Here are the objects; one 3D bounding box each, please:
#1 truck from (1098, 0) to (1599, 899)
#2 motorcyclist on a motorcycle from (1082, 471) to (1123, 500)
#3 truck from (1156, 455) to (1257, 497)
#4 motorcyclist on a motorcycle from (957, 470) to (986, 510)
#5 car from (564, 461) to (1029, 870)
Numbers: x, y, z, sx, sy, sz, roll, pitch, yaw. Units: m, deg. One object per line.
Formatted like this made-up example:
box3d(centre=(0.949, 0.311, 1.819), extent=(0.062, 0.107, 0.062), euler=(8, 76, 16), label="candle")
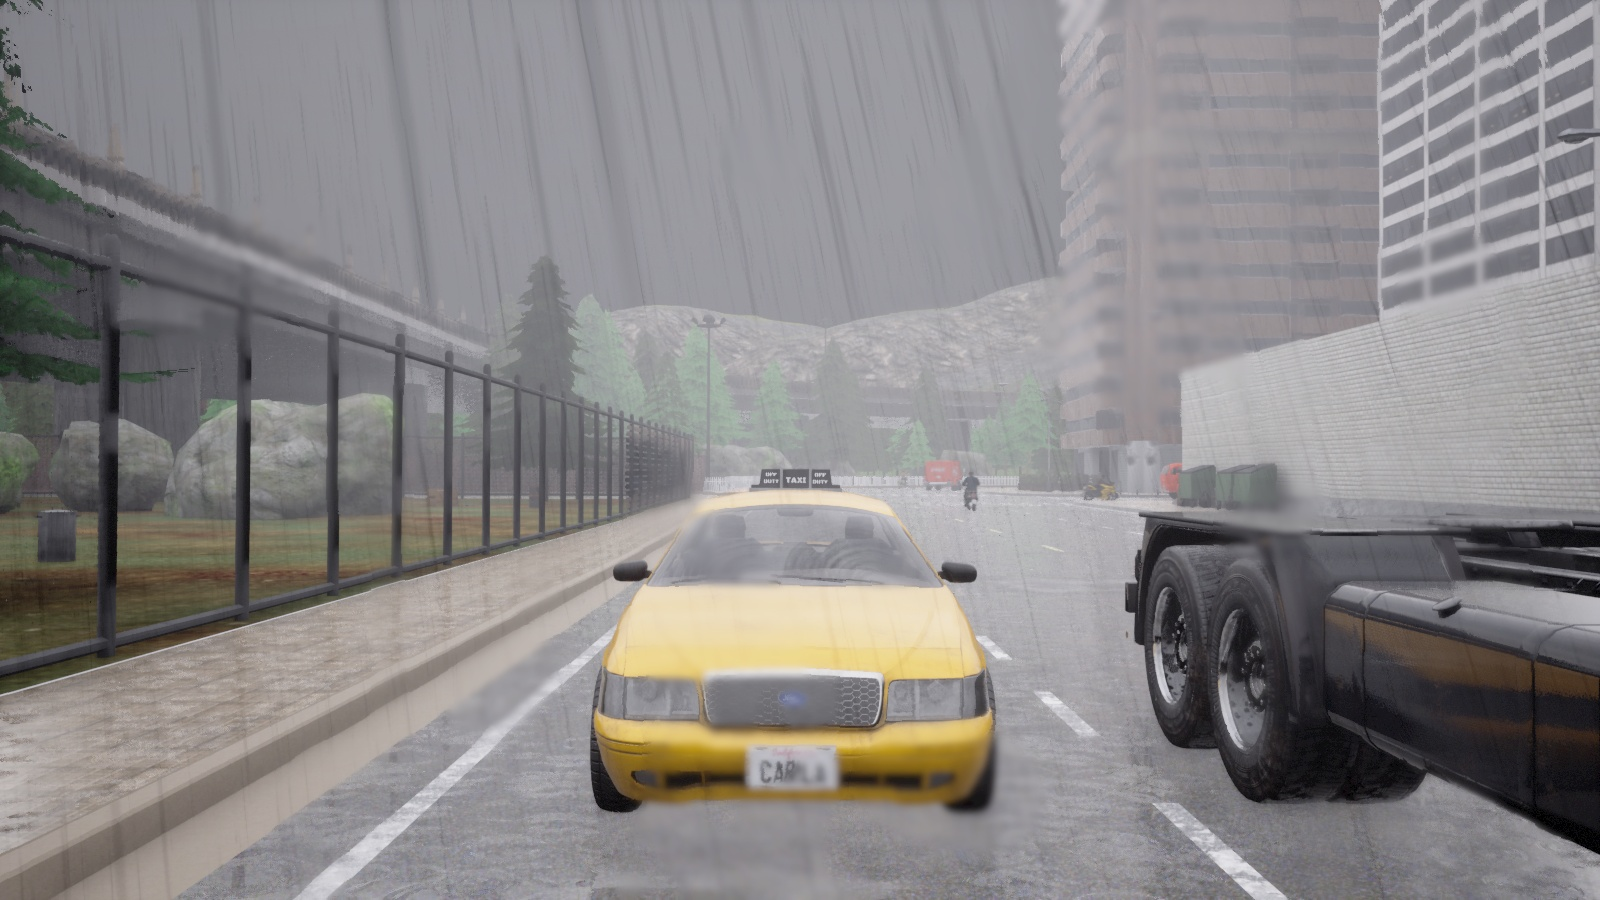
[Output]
box3d(centre=(3.483, -0.105, 4.529), extent=(2.891, 3.462, 7.936), euler=(0, -1, 0), label="truck")
box3d(centre=(16.468, 1.932, 68.354), extent=(2.044, 1.523, 0.797), euler=(0, 1, -13), label="motorcyclist on a motorcycle")
box3d(centre=(24.399, 1.552, 75.578), extent=(5.204, 2.467, 2.627), euler=(0, -1, 0), label="truck")
box3d(centre=(6.855, 1.583, 50.289), extent=(0.866, 1.590, 1.817), euler=(0, -1, 0), label="motorcyclist on a motorcycle")
box3d(centre=(-0.022, 0.880, 7.560), extent=(1.801, 1.575, 5.366), euler=(0, -1, 0), label="car")
